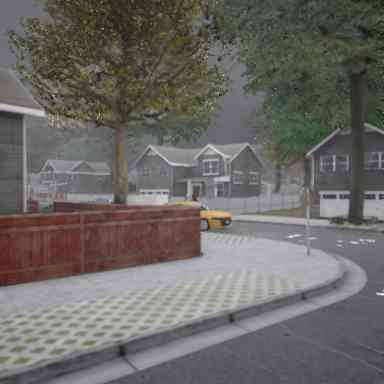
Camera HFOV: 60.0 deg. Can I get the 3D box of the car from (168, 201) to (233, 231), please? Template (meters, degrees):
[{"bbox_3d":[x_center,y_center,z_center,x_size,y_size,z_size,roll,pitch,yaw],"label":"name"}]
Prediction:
[{"bbox_3d":[0.065,1.314,19.347,5.008,1.535,1.882,1,1,43],"label":"car"}]

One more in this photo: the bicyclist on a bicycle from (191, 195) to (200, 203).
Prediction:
[{"bbox_3d":[0.235,1.071,27.182,0.582,1.620,1.656,0,1,43],"label":"bicyclist on a bicycle"}]

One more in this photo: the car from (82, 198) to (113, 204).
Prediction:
[{"bbox_3d":[-7.047,1.257,25.947,4.902,1.511,2.128,1,1,43],"label":"car"}]

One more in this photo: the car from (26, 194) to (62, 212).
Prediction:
[{"bbox_3d":[-14.707,1.238,33.063,4.181,1.385,1.994,1,1,43],"label":"car"}]
